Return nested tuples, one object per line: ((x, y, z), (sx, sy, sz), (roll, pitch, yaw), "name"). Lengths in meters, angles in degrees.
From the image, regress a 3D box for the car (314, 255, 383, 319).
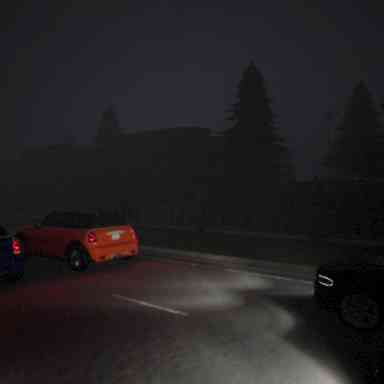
((4.504, 1.478, 5.082), (5.008, 1.535, 1.882), (0, 0, 36), "car")

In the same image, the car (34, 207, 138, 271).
((-3.992, 1.352, 11.133), (4.553, 1.767, 2.097), (0, 0, 36), "car")

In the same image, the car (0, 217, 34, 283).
((-6.320, 1.352, 8.495), (4.553, 1.767, 2.097), (0, 0, 36), "car")

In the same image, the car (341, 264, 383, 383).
((3.698, 1.548, 1.357), (5.357, 1.411, 2.033), (0, 0, 35), "car")
